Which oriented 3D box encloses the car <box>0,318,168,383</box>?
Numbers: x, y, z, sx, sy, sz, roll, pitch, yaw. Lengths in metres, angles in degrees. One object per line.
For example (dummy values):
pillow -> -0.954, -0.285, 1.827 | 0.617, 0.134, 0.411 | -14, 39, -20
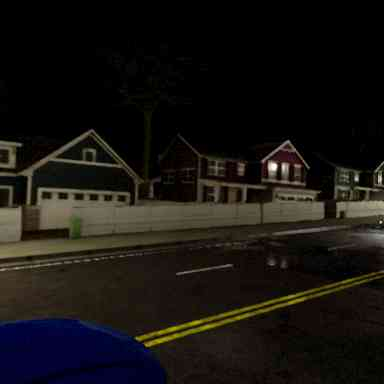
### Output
car -> -2.436, 1.471, 1.701 | 5.008, 1.535, 1.882 | 0, 0, -36
